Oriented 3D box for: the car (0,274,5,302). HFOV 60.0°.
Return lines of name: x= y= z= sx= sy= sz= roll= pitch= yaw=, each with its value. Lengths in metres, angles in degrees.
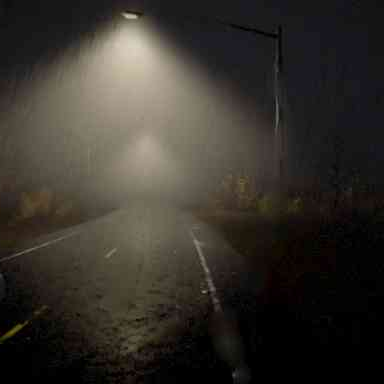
car: x=-3.813 y=1.640 z=3.530 sx=1.895 sy=1.301 sz=4.718 roll=0 pitch=-1 yaw=-10
